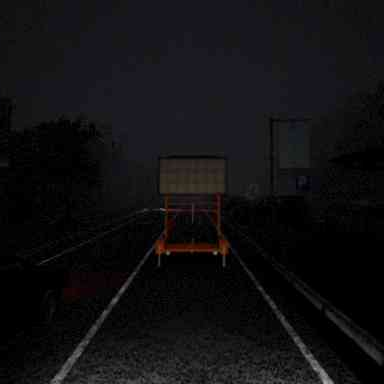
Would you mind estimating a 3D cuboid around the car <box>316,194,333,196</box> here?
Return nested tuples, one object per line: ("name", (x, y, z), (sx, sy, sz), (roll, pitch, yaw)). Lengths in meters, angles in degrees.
("car", (18.751, 1.338, 50.249), (5.566, 2.045, 2.435), (0, 0, 0))

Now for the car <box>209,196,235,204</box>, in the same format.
("car", (5.675, 1.519, 63.631), (4.892, 1.521, 2.231), (0, 0, 0))

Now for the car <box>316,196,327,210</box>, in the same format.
("car", (18.975, 1.601, 41.920), (5.366, 1.575, 1.946), (0, 0, 0))

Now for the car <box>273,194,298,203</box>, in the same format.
("car", (18.787, 1.376, 66.906), (4.553, 1.767, 2.185), (0, 0, 0))

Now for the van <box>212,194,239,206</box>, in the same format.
("van", (5.805, 1.323, 58.023), (4.442, 1.987, 1.878), (0, 0, 0))

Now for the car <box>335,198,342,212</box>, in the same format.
("car", (18.792, 1.600, 36.365), (4.892, 1.521, 2.231), (0, 0, 0))

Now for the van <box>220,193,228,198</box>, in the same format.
("van", (5.599, 1.375, 38.396), (4.442, 1.987, 1.878), (0, 0, 0))

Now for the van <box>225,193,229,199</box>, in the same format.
("van", (5.840, 1.364, 32.786), (4.442, 1.987, 1.878), (0, 0, 0))

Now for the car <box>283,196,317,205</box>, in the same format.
("car", (18.954, 1.545, 58.578), (5.366, 1.575, 1.946), (0, 0, 0))

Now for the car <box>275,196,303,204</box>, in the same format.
("car", (18.731, 1.546, 64.129), (4.792, 1.488, 2.163), (0, 0, 0))

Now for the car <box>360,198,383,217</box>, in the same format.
("car", (18.811, 1.587, 30.815), (5.008, 1.535, 2.097), (0, 0, 0))

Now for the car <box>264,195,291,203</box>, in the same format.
("car", (18.563, 1.467, 72.456), (5.366, 1.575, 1.946), (0, 0, 0))

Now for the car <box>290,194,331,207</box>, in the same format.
("car", (18.804, 1.328, 53.026), (5.566, 2.045, 2.435), (0, 0, 0))

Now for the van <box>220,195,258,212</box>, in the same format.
("van", (5.829, 1.377, 41.198), (4.442, 1.987, 1.878), (0, 0, 0))

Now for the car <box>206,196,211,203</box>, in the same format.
("car", (5.665, 1.314, 55.219), (5.566, 2.045, 2.435), (0, 0, 0))

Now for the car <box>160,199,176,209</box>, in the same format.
("car", (-3.337, 1.645, 47.212), (1.994, 1.385, 4.181), (0, 0, 0))

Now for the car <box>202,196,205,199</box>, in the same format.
("car", (5.641, 1.219, 72.039), (5.566, 2.045, 2.435), (0, 0, 0))

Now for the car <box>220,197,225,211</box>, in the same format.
("car", (5.714, 1.596, 35.589), (5.008, 1.535, 2.097), (0, 0, 0))

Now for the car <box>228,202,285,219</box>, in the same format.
("car", (5.730, 1.623, 29.982), (4.674, 1.452, 2.002), (0, 0, 0))

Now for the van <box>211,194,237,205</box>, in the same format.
("van", (5.802, 1.308, 60.826), (4.442, 1.987, 1.878), (0, 0, 0))

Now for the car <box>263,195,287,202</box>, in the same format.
("car", (18.750, 1.456, 75.233), (4.892, 1.521, 2.231), (0, 0, 0))

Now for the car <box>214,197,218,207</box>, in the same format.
("car", (5.737, 1.633, 44.001), (4.792, 1.488, 2.163), (0, 0, 0))

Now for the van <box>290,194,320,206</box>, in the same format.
("van", (18.888, 1.338, 55.802), (4.442, 1.987, 1.878), (0, 0, 0))

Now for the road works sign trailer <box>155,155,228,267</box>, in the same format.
("road works sign trailer", (0.027, 0.521, 11.619), (2.380, 3.560, 2.880), (0, 0, 2))

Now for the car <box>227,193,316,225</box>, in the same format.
("car", (5.707, 1.319, 24.376), (5.566, 2.045, 2.435), (0, 0, 0))

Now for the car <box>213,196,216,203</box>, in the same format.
("car", (5.702, 1.638, 46.809), (4.674, 1.452, 2.002), (0, 0, 0))

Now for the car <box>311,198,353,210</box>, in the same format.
("car", (18.757, 1.635, 44.692), (4.792, 1.488, 2.163), (0, 0, 0))

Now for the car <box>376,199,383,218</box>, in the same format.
("car", (18.815, 1.581, 28.039), (5.008, 1.535, 2.097), (0, 0, 0))

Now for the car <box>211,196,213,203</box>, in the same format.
("car", (5.707, 1.591, 49.612), (4.892, 1.521, 2.231), (0, 0, 0))

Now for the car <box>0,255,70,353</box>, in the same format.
("car", (-3.349, 1.630, 4.365), (1.895, 1.301, 4.718), (0, 0, 0))

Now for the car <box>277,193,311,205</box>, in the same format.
("car", (18.793, 1.281, 61.353), (5.566, 2.045, 2.435), (0, 0, 0))

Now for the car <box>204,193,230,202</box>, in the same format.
("car", (5.637, 1.204, 74.842), (5.566, 2.045, 2.435), (0, 0, 0))

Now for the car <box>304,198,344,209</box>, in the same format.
("car", (18.812, 1.628, 47.475), (4.792, 1.488, 2.163), (0, 0, 0))

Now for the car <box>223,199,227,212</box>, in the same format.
("car", (5.546, 1.574, 27.179), (5.366, 1.575, 1.946), (0, 0, 0))

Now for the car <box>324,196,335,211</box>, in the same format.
("car", (18.789, 1.603, 39.143), (5.008, 1.535, 2.097), (0, 0, 0))

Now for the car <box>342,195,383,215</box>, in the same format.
("car", (18.773, 1.342, 33.591), (5.566, 2.045, 2.435), (0, 0, 0))
